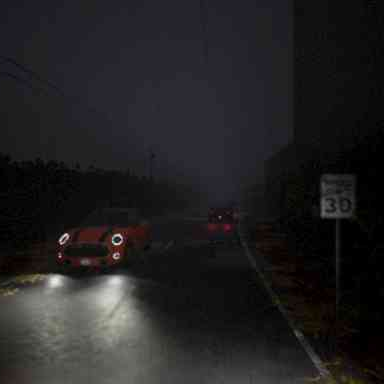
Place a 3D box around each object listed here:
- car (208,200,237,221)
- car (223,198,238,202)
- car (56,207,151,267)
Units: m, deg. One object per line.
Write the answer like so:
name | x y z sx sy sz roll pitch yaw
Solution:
car | 2.451 1.625 27.400 1.895 1.301 4.718 0 0 9
car | 4.605 1.528 41.139 2.128 1.511 4.902 0 0 9
car | -2.796 1.359 11.451 2.097 1.767 4.553 0 0 4
